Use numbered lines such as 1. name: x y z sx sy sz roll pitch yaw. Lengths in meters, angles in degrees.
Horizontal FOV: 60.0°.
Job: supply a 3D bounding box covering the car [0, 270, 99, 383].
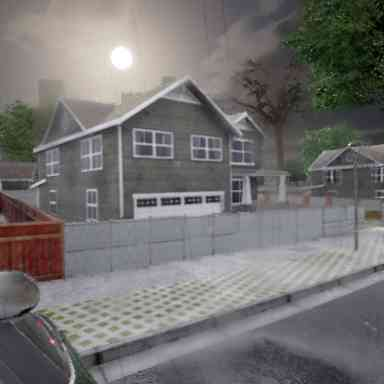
1. car: -2.627 1.365 1.328 4.553 1.767 2.097 0 0 -36
